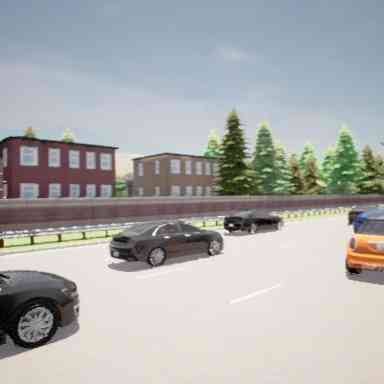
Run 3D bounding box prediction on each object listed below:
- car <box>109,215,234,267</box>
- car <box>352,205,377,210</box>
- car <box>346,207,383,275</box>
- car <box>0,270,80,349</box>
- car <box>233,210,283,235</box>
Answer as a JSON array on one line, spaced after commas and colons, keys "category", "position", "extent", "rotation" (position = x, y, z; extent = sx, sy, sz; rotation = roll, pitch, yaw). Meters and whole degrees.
[{"category": "car", "position": [-0.782, 1.831, 12.816], "extent": [4.892, 1.490, 1.837], "rotation": [0, -2, -44]}, {"category": "car", "position": [11.071, 1.708, 19.283], "extent": [5.008, 1.535, 1.882], "rotation": [0, -2, -44]}, {"category": "car", "position": [6.489, 1.463, 10.086], "extent": [4.553, 1.767, 2.097], "rotation": [0, -2, -44]}, {"category": "car", "position": [-4.114, 1.713, 4.803], "extent": [4.892, 1.490, 1.837], "rotation": [0, -2, -44]}, {"category": "car", "position": [4.232, 1.924, 22.430], "extent": [5.008, 1.535, 1.882], "rotation": [0, -2, -44]}]
